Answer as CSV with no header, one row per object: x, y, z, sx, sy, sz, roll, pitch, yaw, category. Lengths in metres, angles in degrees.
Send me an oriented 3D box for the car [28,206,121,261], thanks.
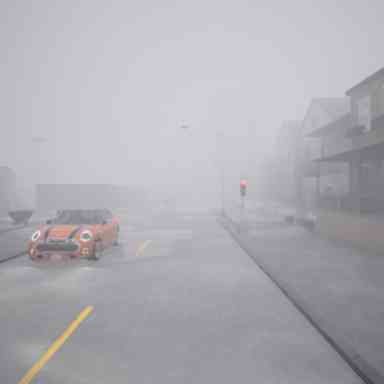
-4.068,1.362,12.240,2.097,1.767,4.553,0,0,0,car

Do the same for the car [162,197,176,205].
-4.057,1.577,58.969,1.812,1.442,4.674,0,0,1,car
